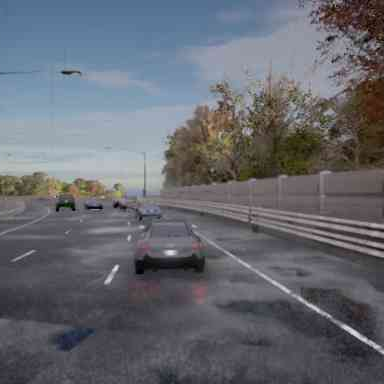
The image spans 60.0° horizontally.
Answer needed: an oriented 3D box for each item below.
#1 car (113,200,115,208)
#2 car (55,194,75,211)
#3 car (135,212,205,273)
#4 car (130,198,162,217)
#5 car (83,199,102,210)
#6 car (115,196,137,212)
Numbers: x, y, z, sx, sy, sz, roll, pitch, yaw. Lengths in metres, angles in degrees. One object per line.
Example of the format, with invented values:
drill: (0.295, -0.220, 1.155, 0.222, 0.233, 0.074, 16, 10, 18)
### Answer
car: (-10.122, 1.488, 47.183, 1.882, 1.535, 5.008, 0, 0, -18)
car: (-16.045, 1.262, 42.066, 2.150, 2.045, 5.566, 0, 0, -23)
car: (-0.757, 1.559, 10.701, 1.994, 1.385, 4.181, 0, 0, -6)
car: (-3.750, 1.543, 28.043, 2.033, 1.411, 5.357, 0, 0, -15)
car: (-13.143, 1.590, 44.004, 1.994, 1.385, 4.181, 0, 0, -24)
car: (-7.449, 1.496, 39.445, 2.128, 1.511, 4.902, 0, 0, -19)
